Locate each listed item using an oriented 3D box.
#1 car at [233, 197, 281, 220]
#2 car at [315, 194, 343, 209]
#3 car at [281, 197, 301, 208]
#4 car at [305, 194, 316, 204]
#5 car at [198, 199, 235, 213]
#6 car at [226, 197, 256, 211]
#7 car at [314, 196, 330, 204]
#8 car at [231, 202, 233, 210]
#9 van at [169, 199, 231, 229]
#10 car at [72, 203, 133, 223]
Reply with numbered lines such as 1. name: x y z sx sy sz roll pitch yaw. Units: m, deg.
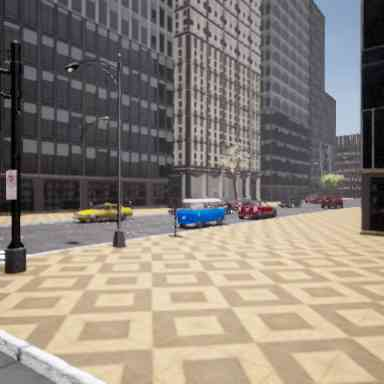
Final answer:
1. car: 5.630 1.459 28.354 1.967 1.590 4.097 0 0 38
2. car: 19.299 1.357 45.917 2.192 1.841 5.009 0 0 38
3. car: 14.273 1.567 48.112 1.837 1.490 4.892 0 0 38
4. car: 23.332 1.361 63.930 2.192 1.841 5.009 0 0 38
5. car: 2.829 1.549 37.585 1.887 1.381 4.507 0 0 38
6. car: 6.246 1.449 41.976 1.967 1.590 4.097 0 0 38
7. car: 26.749 1.605 68.320 2.008 1.369 4.403 0 0 38
8. car: 2.084 1.498 32.609 2.128 1.511 4.902 0 0 38
9. van: 0.632 1.354 21.751 1.690 1.788 3.998 0 0 38
10. car: -6.738 1.517 25.504 1.752 1.417 4.829 0 0 38
